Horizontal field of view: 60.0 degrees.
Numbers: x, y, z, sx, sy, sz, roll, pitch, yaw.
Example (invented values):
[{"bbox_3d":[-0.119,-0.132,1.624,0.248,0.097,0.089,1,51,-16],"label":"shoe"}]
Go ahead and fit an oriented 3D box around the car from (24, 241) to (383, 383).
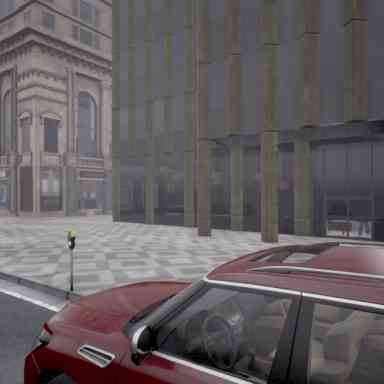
[{"bbox_3d":[0.897,1.315,2.333,5.009,1.841,2.192,0,0,36],"label":"car"}]
